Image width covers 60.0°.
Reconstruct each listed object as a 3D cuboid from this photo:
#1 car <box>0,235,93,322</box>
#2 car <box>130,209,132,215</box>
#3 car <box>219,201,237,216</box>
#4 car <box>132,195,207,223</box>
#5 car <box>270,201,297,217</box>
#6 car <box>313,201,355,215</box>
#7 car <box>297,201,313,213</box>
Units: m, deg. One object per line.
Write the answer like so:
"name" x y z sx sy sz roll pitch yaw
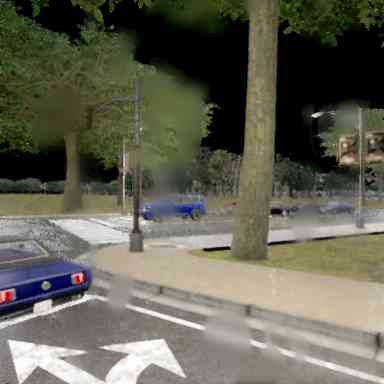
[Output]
"car" -4.221 1.546 6.694 4.718 1.301 1.895 1 0 36
"car" -2.899 1.477 28.915 4.902 1.511 2.128 1 0 -31
"car" 4.912 1.590 33.643 4.674 1.442 1.812 1 0 -31
"car" -1.473 1.228 25.981 5.566 2.045 2.150 1 0 -31
"car" 7.081 1.584 31.160 4.902 1.511 2.128 1 0 -31
"car" 15.915 1.712 36.503 4.674 1.442 1.812 1 0 -31
"car" 13.374 1.718 38.766 4.181 1.385 1.994 1 0 -31
